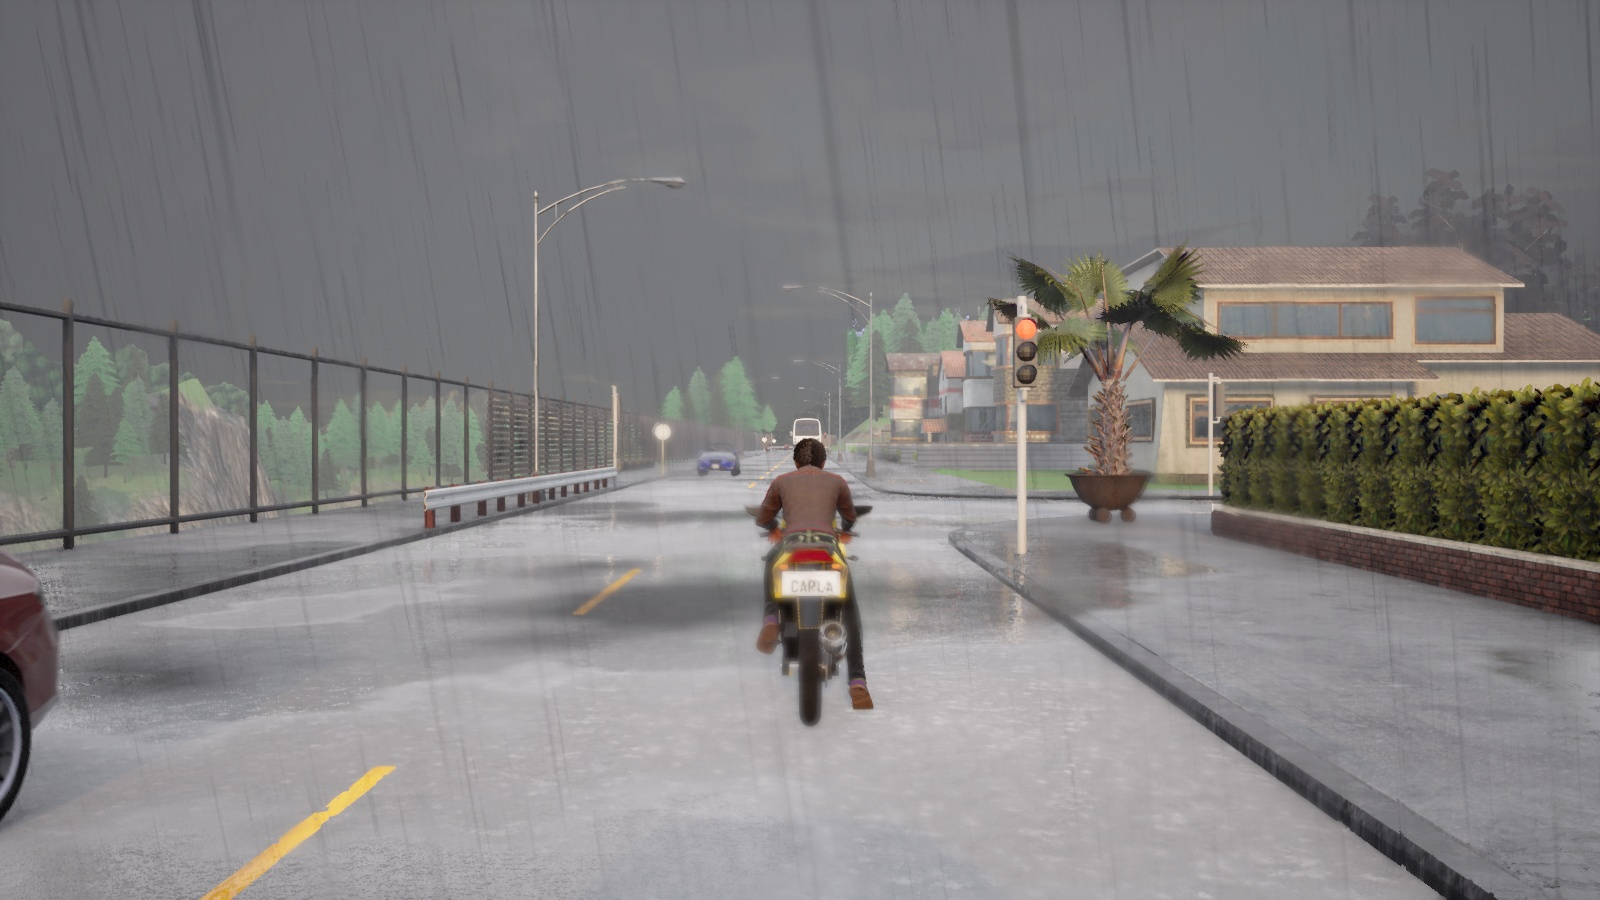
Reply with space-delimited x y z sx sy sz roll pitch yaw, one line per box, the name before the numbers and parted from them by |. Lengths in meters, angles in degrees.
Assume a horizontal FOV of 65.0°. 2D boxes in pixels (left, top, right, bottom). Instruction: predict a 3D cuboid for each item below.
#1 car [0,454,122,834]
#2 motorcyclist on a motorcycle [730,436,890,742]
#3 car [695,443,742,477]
car | -3.966 0.750 3.307 1.812 1.442 4.674 0 0 0
motorcyclist on a motorcycle | 0.056 0.688 7.269 0.797 1.523 2.044 0 0 0
car | -3.665 0.436 56.992 1.816 1.474 4.193 0 0 0
